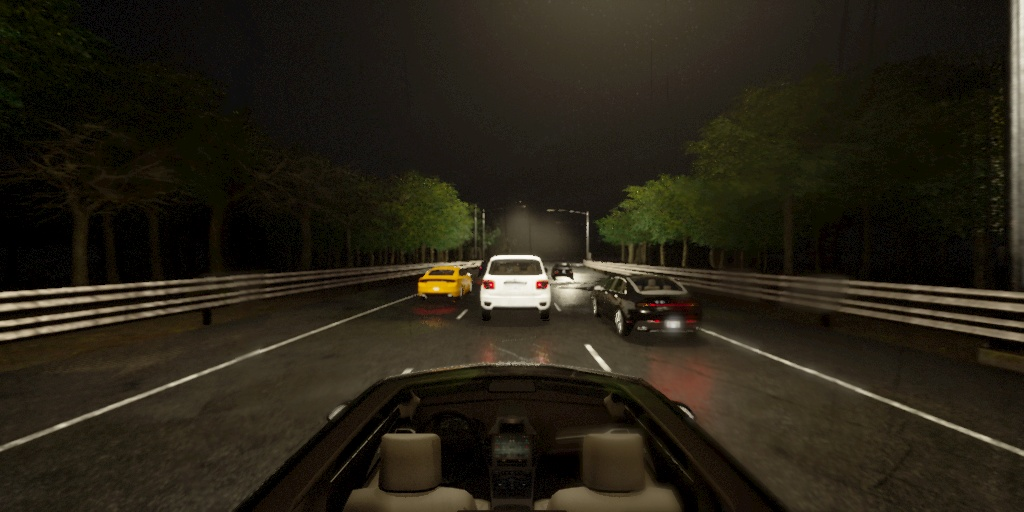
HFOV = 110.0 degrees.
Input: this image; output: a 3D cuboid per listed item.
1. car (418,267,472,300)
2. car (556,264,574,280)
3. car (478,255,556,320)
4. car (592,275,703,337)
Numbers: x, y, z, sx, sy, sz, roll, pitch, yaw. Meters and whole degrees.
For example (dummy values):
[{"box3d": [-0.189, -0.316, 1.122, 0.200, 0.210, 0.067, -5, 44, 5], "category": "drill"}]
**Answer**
[{"box3d": [-3.207, 1.279, 17.989, 1.882, 1.535, 5.008, 0, 0, 2], "category": "car"}, {"box3d": [4.542, 1.389, 32.679, 2.033, 1.411, 5.357, 0, 0, 4], "category": "car"}, {"box3d": [0.149, 1.007, 12.977, 2.150, 2.045, 5.566, 0, 0, 1], "category": "car"}, {"box3d": [3.615, 1.281, 10.390, 1.837, 1.490, 4.892, 0, 0, 1], "category": "car"}]
